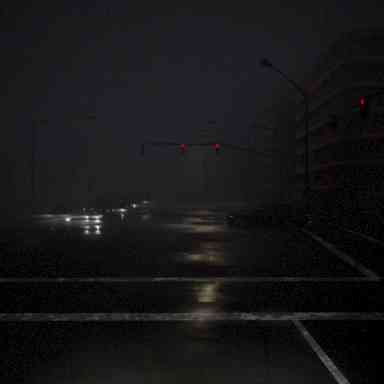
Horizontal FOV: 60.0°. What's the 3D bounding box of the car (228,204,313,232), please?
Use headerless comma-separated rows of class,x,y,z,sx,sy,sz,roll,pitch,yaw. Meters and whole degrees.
car,4.551,1.461,19.662,4.902,1.511,2.128,0,1,25

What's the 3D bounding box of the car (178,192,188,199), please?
car,-1.924,0.741,75.859,2.033,1.411,5.357,0,1,1

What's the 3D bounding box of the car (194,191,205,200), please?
car,1.452,0.711,65.726,2.097,1.767,4.553,0,1,1

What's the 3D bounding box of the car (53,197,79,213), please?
car,-13.020,1.346,35.392,1.882,1.535,5.008,0,1,1

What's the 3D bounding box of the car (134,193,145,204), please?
car,-9.299,1.132,53.013,2.033,1.411,5.357,0,1,1

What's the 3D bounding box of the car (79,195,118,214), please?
car,-9.532,1.369,34.327,2.128,1.511,4.902,0,1,1

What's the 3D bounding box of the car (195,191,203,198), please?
car,1.574,0.609,75.772,1.837,1.490,4.892,0,1,1

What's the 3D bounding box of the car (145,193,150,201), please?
car,-9.117,0.948,63.548,2.033,1.411,5.357,0,1,1

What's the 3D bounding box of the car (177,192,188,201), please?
car,-1.958,0.917,65.208,2.033,1.411,5.357,0,1,1

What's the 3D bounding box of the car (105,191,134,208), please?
car,-9.418,1.106,43.368,2.097,1.767,4.553,0,1,1
